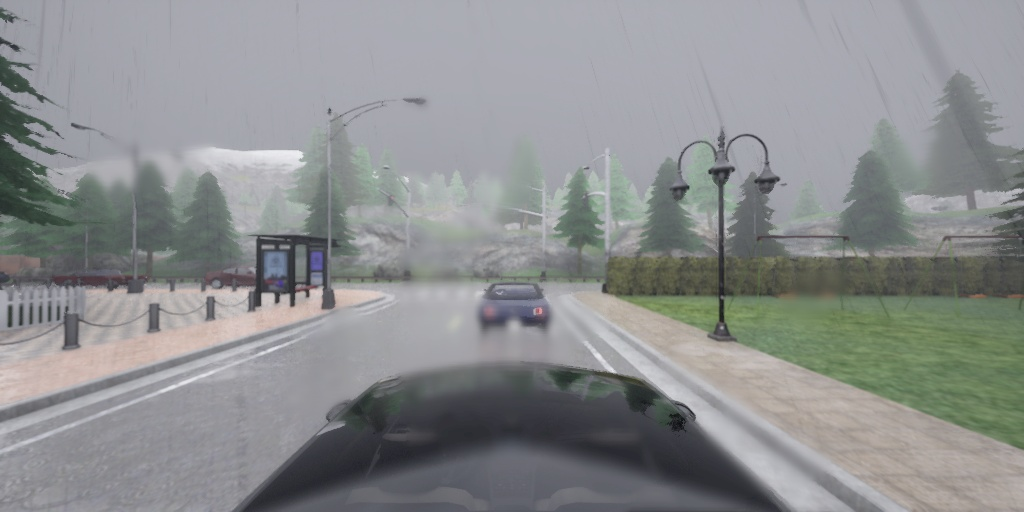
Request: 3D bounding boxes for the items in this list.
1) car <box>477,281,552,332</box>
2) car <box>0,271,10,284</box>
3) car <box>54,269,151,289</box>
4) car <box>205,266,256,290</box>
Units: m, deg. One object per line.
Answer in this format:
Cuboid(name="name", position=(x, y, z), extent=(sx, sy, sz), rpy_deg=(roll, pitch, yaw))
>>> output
Cuboid(name="car", position=(0.085, 1.428, 11.090), extent=(1.895, 1.301, 4.718), rpy_deg=(0, 0, 0))
Cuboid(name="car", position=(-42.373, 1.545, 28.032), extent=(4.181, 1.385, 1.994), rpy_deg=(0, 0, 0))
Cuboid(name="car", position=(-27.651, 1.551, 24.316), extent=(4.718, 1.301, 1.895), rpy_deg=(0, 0, 1))
Cuboid(name="car", position=(-17.765, 1.427, 24.227), extent=(5.008, 1.535, 1.882), rpy_deg=(0, 0, 0))
